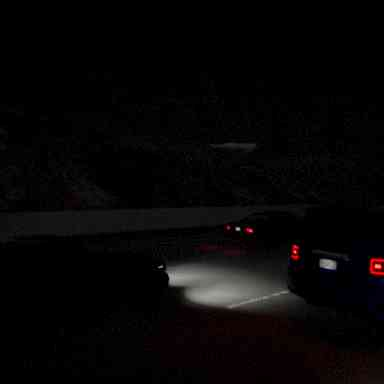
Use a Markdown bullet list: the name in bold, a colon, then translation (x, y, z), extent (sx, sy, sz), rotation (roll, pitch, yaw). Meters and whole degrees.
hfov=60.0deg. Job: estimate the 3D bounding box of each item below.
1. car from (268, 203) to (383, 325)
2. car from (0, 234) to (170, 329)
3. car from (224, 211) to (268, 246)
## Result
- **car**: translation (4.325, 1.242, 6.840), extent (5.566, 2.045, 2.150), rotation (0, 0, -36)
- **car**: translation (-2.639, 1.528, 6.133), extent (4.674, 1.442, 1.812), rotation (0, 0, -36)
- **car**: translation (3.930, 1.580, 15.143), extent (5.357, 1.411, 2.033), rotation (0, 0, -36)
